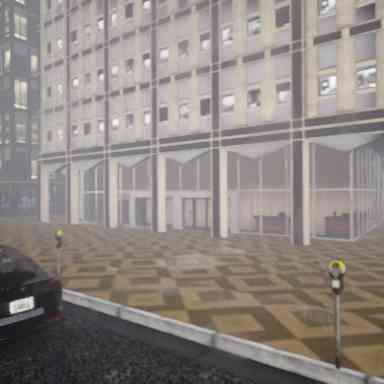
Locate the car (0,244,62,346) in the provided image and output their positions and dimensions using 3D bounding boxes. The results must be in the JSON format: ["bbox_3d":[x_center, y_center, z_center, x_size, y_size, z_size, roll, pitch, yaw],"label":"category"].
[{"bbox_3d":[-4.003,1.582,5.734,4.313,1.339,1.947,0,0,36],"label":"car"}]
